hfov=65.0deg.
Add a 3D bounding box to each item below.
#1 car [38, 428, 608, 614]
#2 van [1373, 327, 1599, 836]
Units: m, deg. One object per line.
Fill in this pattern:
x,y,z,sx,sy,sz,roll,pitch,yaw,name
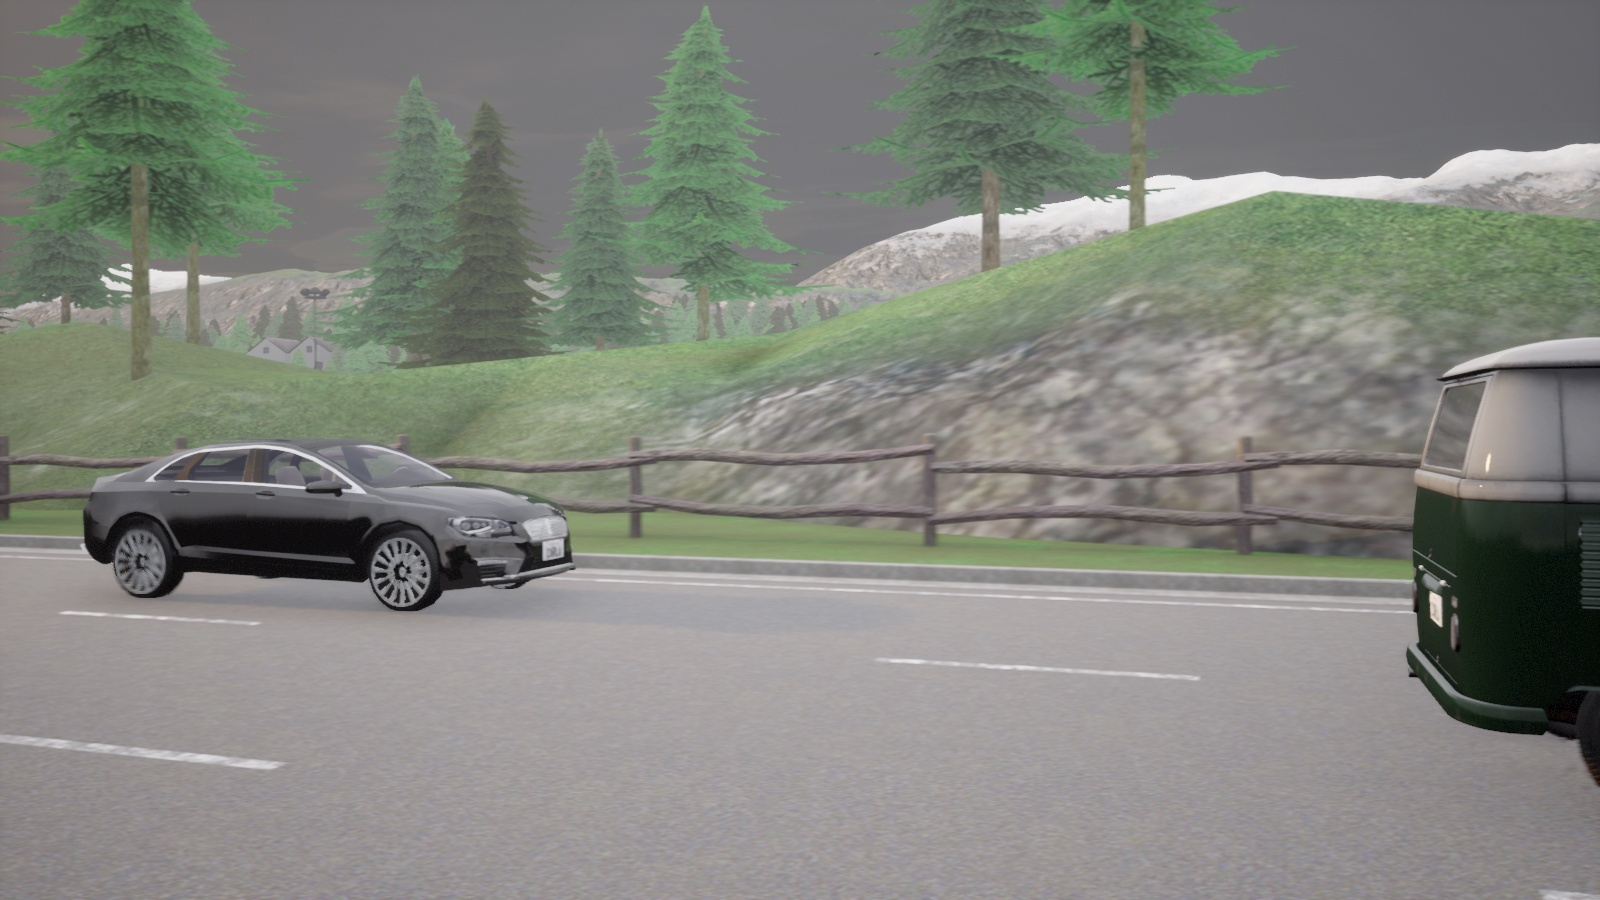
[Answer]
-4.548,0.558,12.107,4.902,1.511,2.128,1,1,19,car
4.926,0.518,5.224,4.442,1.987,1.775,1,1,19,van
